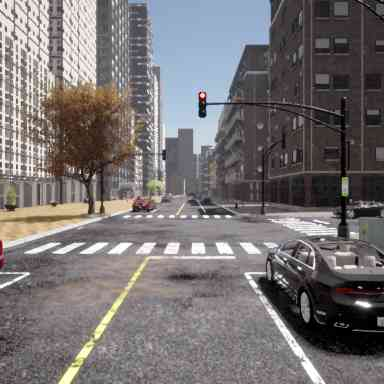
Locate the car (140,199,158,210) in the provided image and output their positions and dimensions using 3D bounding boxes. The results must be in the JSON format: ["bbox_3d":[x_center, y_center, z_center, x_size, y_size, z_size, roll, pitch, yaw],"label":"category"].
[{"bbox_3d":[-5.712,1.592,44.673,1.947,1.339,4.313,0,0,0],"label":"car"}]

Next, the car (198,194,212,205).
[{"bbox_3d":[2.662,1.610,61.245,1.947,1.339,4.313,0,0,0],"label":"car"}]

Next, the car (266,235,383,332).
[{"bbox_3d":[2.686,1.551,6.766,2.008,1.369,4.403,0,0,0],"label":"car"}]

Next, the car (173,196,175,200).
[{"bbox_3d":[-5.727,1.385,77.810,2.192,1.841,5.009,0,0,0],"label":"car"}]

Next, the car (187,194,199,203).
[{"bbox_3d":[-0.032,1.656,68.920,1.895,1.301,4.718,0,0,0],"label":"car"}]

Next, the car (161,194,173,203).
[{"bbox_3d":[-5.724,1.627,72.288,1.947,1.339,4.313,0,0,0],"label":"car"}]

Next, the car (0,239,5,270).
[{"bbox_3d":[-5.694,1.545,6.762,1.887,1.381,4.507,0,0,0],"label":"car"}]

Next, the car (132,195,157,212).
[{"bbox_3d":[-5.709,1.336,39.150,2.192,1.841,5.009,0,0,0],"label":"car"}]

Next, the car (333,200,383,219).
[{"bbox_3d":[13.414,1.350,26.177,4.403,1.369,2.008,-1,1,-1],"label":"car"}]

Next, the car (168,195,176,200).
[{"bbox_3d":[-5.734,1.654,94.379,2.008,1.369,4.403,0,0,0],"label":"car"}]

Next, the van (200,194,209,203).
[{"bbox_3d":[2.656,1.402,72.292,1.690,1.788,3.998,0,0,0],"label":"van"}]

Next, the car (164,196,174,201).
[{"bbox_3d":[-5.729,1.632,83.333,2.008,1.369,4.403,0,0,0],"label":"car"}]
